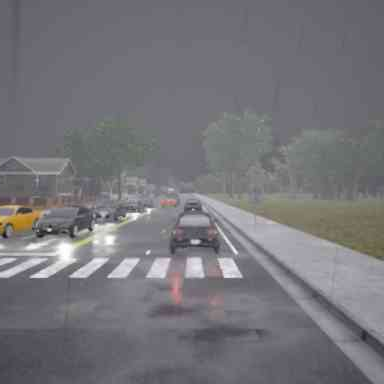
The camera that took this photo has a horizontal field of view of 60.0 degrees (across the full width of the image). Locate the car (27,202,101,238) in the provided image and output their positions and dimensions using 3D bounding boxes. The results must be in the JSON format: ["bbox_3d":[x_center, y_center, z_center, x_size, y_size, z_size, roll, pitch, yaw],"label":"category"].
[{"bbox_3d":[-6.589,1.498,17.795,1.837,1.490,4.892,0,0,0],"label":"car"}]

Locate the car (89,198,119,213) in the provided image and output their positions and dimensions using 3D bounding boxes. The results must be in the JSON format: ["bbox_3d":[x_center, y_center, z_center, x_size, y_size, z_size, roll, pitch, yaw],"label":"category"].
[{"bbox_3d":[-9.781,1.470,37.369,2.128,1.511,4.902,0,0,1],"label":"car"}]

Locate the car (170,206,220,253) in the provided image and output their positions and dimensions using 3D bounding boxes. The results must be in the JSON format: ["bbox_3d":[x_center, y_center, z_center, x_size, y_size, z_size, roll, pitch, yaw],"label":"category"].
[{"bbox_3d":[0.106,1.522,13.606,1.812,1.442,4.674,0,0,0],"label":"car"}]

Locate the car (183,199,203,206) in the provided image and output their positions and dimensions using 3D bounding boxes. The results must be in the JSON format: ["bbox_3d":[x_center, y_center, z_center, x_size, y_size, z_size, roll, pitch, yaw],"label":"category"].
[{"bbox_3d":[0.112,1.485,34.829,1.837,1.490,4.892,0,0,0],"label":"car"}]

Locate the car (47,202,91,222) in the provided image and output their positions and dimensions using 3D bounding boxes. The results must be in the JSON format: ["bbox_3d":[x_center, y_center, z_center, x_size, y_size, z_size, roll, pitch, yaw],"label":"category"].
[{"bbox_3d":[-9.824,1.550,26.992,1.994,1.385,4.181,0,0,1],"label":"car"}]

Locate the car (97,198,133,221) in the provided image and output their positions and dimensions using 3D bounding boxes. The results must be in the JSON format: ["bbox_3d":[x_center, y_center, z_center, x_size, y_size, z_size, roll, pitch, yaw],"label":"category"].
[{"bbox_3d":[-6.581,1.478,27.168,2.128,1.511,4.902,0,0,0],"label":"car"}]

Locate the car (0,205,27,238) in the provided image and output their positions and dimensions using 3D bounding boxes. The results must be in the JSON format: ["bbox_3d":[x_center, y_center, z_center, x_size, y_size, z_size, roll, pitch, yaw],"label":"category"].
[{"bbox_3d":[-9.845,1.471,17.839,1.882,1.535,5.008,0,0,-1],"label":"car"}]

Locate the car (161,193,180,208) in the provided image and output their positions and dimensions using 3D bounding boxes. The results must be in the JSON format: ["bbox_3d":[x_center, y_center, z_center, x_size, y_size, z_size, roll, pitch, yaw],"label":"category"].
[{"bbox_3d":[-3.234,1.322,48.386,2.097,1.767,4.553,0,0,0],"label":"car"}]

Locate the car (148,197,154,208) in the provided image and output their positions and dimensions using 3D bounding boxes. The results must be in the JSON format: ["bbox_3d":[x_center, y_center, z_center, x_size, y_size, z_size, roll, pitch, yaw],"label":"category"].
[{"bbox_3d":[-6.497,1.476,47.559,1.837,1.490,4.892,0,0,1],"label":"car"}]

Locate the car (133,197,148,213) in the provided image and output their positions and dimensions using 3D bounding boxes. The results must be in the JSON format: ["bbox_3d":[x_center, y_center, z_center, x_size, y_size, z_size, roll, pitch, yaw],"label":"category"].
[{"bbox_3d":[-6.537,1.543,37.172,1.994,1.385,4.181,0,0,1],"label":"car"}]
